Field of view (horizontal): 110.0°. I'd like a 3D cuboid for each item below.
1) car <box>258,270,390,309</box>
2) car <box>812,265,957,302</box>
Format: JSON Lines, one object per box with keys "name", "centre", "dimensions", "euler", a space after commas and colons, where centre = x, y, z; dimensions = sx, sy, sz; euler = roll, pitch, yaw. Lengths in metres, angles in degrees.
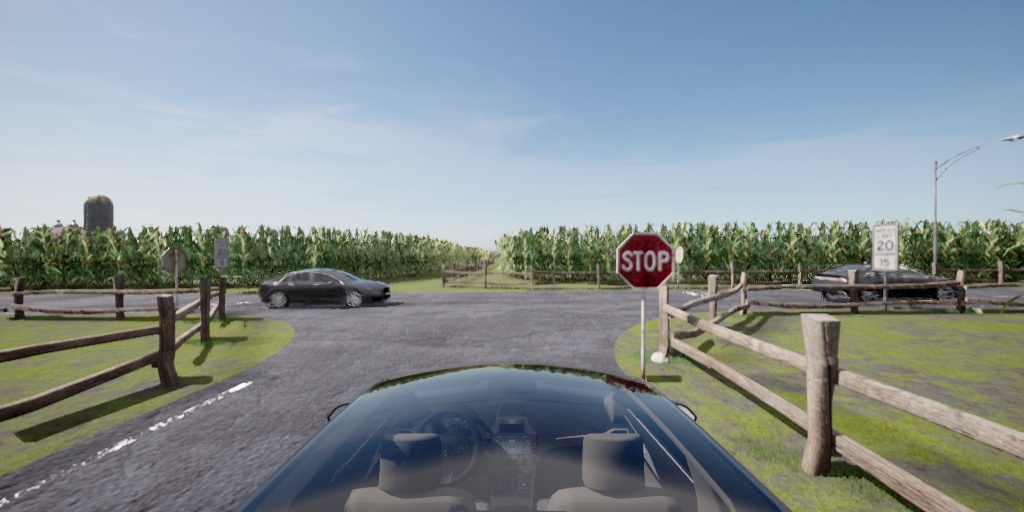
{"name": "car", "centre": [-7.487, 1.298, 14.535], "dimensions": [4.892, 1.490, 1.837], "euler": [0, 1, 0]}
{"name": "car", "centre": [15.007, 1.097, 14.495], "dimensions": [4.902, 1.511, 2.128], "euler": [0, 1, 0]}
